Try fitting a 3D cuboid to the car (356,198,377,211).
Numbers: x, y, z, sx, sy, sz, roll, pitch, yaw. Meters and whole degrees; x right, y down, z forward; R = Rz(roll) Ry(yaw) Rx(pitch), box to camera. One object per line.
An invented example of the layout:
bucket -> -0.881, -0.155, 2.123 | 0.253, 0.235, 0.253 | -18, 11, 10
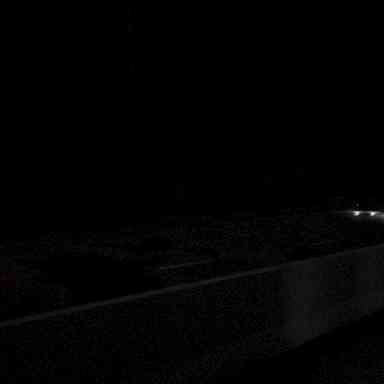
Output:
car -> 20.548, 1.409, 39.160 | 1.882, 1.535, 5.008 | 0, 0, 32
